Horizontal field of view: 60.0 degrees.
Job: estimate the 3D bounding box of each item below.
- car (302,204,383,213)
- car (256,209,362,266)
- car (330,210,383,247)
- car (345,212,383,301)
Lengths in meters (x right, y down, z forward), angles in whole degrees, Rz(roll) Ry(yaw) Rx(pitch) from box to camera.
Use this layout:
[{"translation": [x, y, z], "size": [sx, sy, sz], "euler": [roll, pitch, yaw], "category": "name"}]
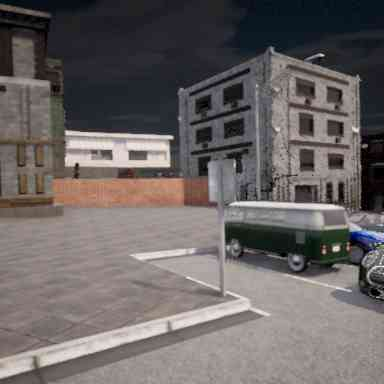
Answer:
[{"translation": [7.425, 1.585, 14.200], "size": [2.185, 1.767, 4.553], "euler": [2, -1, -35], "category": "car"}, {"translation": [5.124, 1.623, 12.617], "size": [2.097, 1.535, 5.008], "euler": [2, -1, -35], "category": "car"}, {"translation": [9.677, 1.803, 16.060], "size": [1.946, 1.575, 5.366], "euler": [2, -1, -35], "category": "car"}, {"translation": [5.726, 1.439, 7.421], "size": [4.553, 1.767, 2.097], "euler": [1, -1, -35], "category": "car"}]
